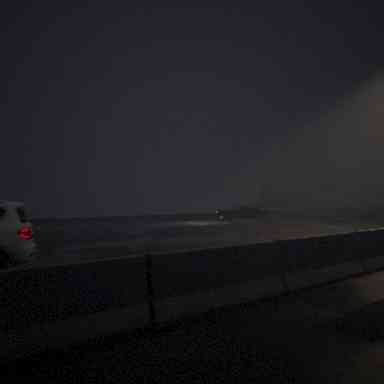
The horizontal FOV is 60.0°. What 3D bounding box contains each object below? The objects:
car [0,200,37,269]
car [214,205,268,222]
[{"bbox_3d":[-6.713,1.213,7.802,5.566,2.045,2.150,1,0,-35],"label":"car"},{"bbox_3d":[4.216,1.769,28.388,4.718,1.301,1.895,1,0,-35],"label":"car"}]
